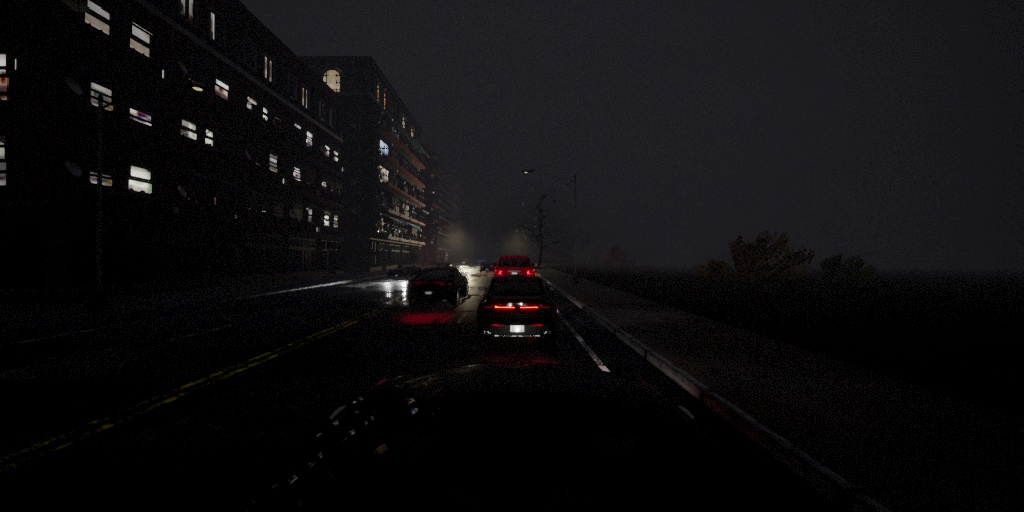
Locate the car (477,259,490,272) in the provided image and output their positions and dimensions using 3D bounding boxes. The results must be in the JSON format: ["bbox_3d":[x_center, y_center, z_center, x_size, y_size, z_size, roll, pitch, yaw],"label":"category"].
[{"bbox_3d":[-3.098,1.353,47.022,1.895,1.301,4.718,0,0,0],"label":"car"}]

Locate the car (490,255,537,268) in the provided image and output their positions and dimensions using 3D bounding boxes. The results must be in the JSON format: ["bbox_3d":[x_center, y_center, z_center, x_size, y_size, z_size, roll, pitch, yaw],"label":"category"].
[{"bbox_3d":[0.121,0.974,20.190,2.150,2.045,5.566,0,0,0],"label":"car"}]

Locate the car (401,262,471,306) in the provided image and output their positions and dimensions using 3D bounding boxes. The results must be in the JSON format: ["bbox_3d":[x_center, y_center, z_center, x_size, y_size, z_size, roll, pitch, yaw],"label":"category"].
[{"bbox_3d":[-3.133,1.230,15.919,1.882,1.535,5.008,0,0,0],"label":"car"}]

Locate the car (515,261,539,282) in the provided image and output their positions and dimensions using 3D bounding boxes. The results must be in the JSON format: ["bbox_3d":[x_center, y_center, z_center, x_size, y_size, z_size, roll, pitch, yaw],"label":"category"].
[{"bbox_3d":[1.171,1.209,30.597,1.801,1.575,5.366,0,0,0],"label":"car"}]

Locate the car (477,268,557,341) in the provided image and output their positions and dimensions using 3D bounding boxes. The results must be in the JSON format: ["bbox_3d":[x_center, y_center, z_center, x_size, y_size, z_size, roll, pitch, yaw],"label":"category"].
[{"bbox_3d":[0.111,1.256,9.843,1.837,1.490,4.892,0,0,0],"label":"car"}]

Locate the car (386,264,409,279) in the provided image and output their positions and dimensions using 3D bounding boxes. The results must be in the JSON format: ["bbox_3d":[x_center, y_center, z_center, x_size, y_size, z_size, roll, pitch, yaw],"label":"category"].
[{"bbox_3d":[-9.815,1.354,32.621,1.895,1.301,4.718,0,0,0],"label":"car"}]
